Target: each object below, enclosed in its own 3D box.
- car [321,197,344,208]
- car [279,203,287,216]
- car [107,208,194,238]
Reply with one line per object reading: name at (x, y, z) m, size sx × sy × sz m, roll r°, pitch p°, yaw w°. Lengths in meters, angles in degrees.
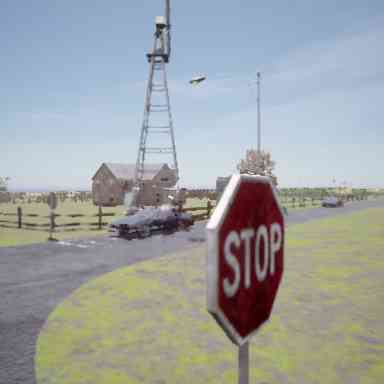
car at (19.648, 1.418, 46.265) m, size 2.033 × 1.411 × 5.357 m, roll 0°, pitch 0°, yaw 39°
car at (7.114, 1.533, 30.515) m, size 1.994 × 1.385 × 4.181 m, roll 0°, pitch 0°, yaw 38°
car at (-2.091, 1.596, 18.568) m, size 2.033 × 1.411 × 5.357 m, roll 0°, pitch 0°, yaw 37°
